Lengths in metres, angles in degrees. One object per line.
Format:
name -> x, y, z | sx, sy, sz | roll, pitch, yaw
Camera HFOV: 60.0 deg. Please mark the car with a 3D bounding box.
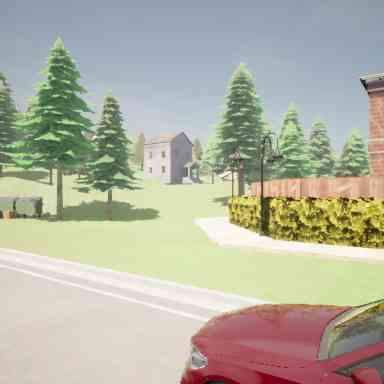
car -> 2.079, 1.526, 2.497 | 4.674, 1.442, 1.812 | 0, 0, 36
